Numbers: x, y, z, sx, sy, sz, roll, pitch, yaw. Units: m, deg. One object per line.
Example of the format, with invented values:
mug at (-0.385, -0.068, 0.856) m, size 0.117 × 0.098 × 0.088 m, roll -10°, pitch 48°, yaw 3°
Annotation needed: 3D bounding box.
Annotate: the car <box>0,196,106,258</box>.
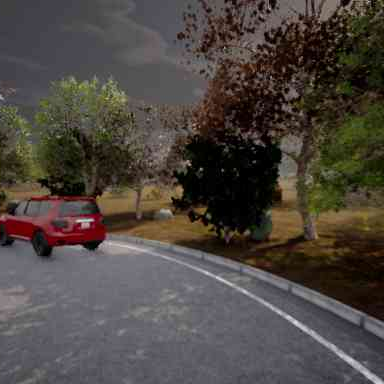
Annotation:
car at (-5.613, 1.185, 13.014) m, size 5.566 × 2.045 × 2.150 m, roll 0°, pitch 0°, yaw 41°
